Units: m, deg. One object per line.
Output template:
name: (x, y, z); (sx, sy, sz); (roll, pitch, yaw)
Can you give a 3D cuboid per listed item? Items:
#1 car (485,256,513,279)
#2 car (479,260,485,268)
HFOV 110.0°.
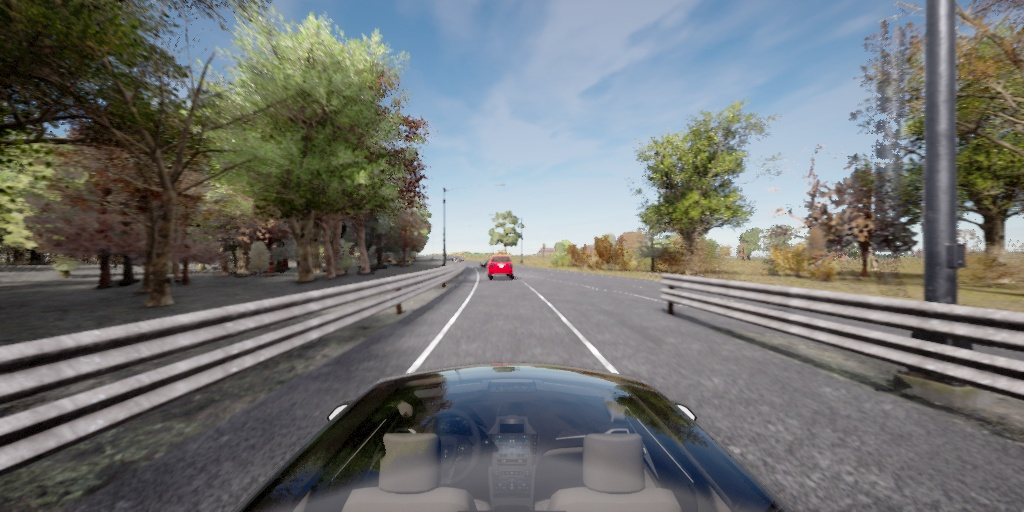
car: (-1.146, 0.980, 32.988); (2.150, 2.045, 5.566); (0, 0, -5)
car: (-4.403, 1.321, 59.986); (1.895, 1.301, 4.718); (0, 0, -10)
